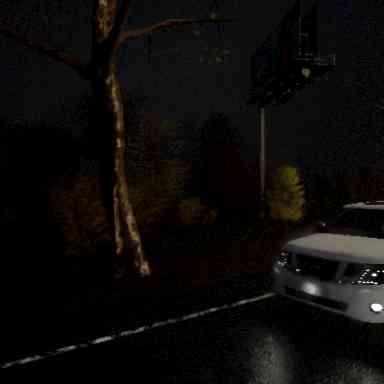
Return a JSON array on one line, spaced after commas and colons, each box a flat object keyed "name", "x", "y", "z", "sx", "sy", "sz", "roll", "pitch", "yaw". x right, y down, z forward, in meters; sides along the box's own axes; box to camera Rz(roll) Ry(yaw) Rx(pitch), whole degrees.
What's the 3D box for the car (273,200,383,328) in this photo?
[{"name": "car", "x": 4.166, "y": 1.208, "z": 6.965, "sx": 5.566, "sy": 2.045, "sz": 2.150, "roll": 0, "pitch": 0, "yaw": -36}]
